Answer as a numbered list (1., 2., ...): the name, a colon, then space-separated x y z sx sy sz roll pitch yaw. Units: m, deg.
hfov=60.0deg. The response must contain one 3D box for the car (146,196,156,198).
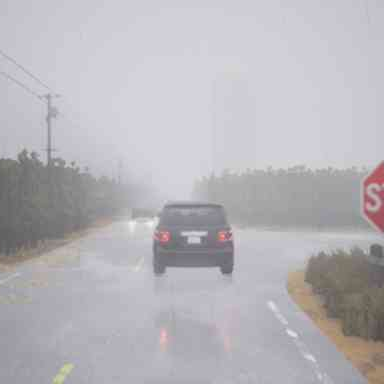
1. car: -5.110 1.569 39.959 1.882 1.535 5.008 0 0 -5

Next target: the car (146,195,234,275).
1. car: 0.005 1.247 10.674 2.150 2.045 5.566 0 0 -1

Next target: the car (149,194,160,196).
1. car: -5.745 1.341 51.463 2.150 2.045 5.566 0 0 -1

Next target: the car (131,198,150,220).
1. car: -4.270 1.545 29.602 1.882 1.535 5.008 0 0 -4
